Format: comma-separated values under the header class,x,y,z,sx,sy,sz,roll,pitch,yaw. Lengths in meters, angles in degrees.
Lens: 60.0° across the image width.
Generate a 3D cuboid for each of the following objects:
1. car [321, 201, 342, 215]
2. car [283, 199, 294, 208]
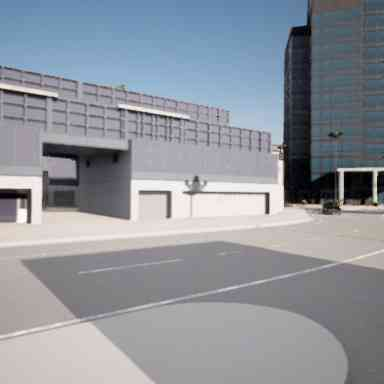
class,x,y,z,sx,sy,sz,roll,pitch,yaw
car,16.045,1.833,38.267,1.837,1.490,4.892,0,0,20
car,15.207,1.929,56.952,1.837,1.490,4.892,1,0,-27
